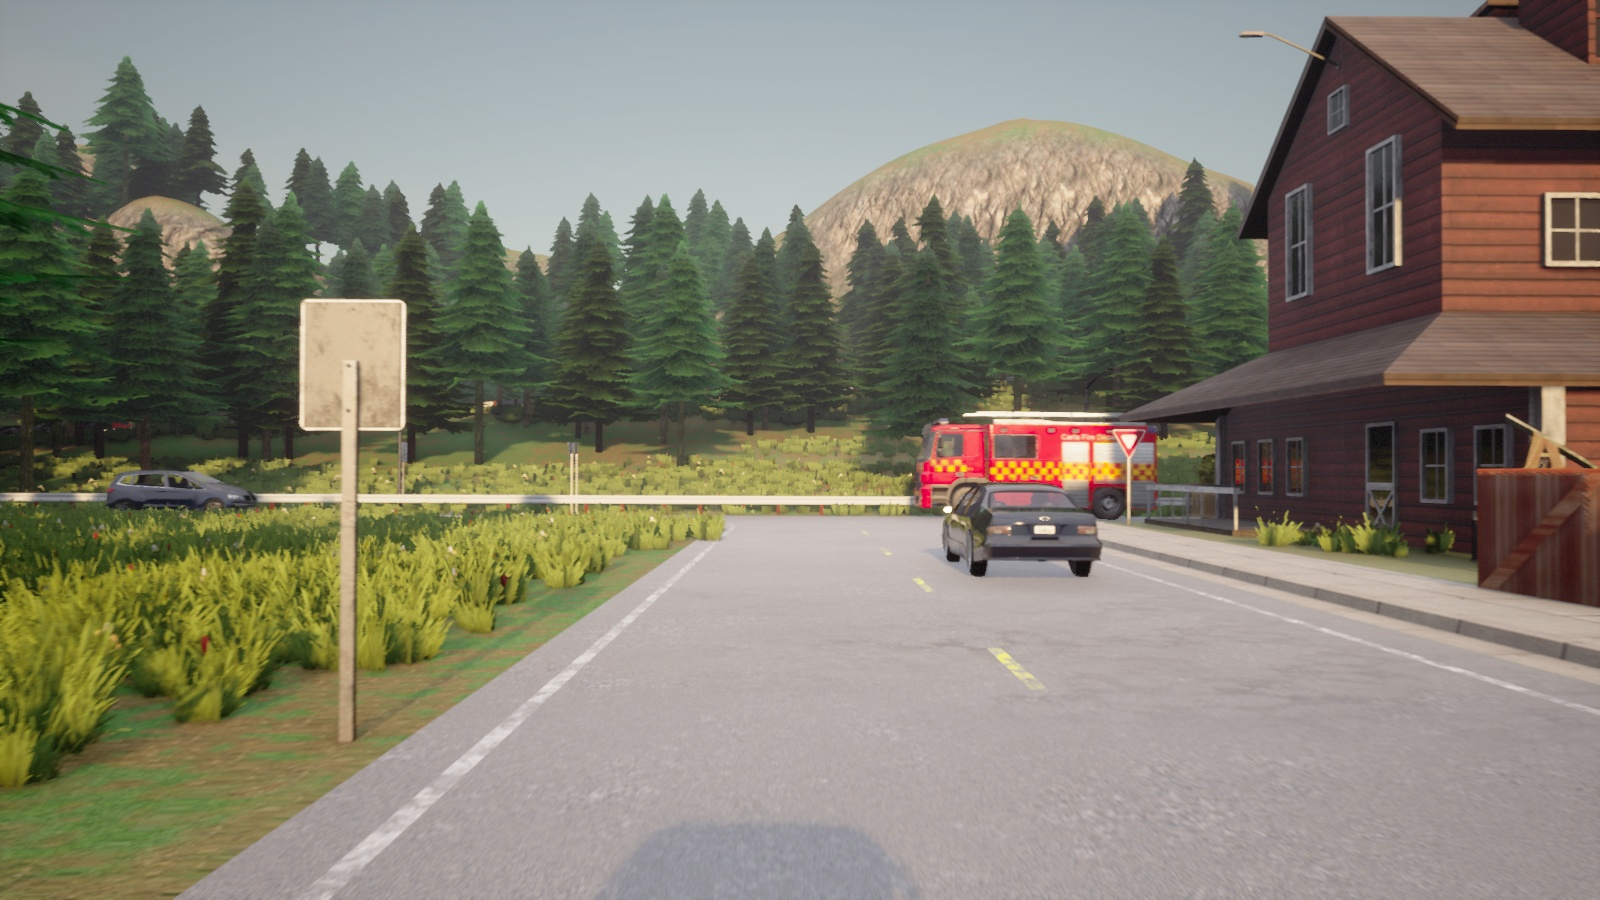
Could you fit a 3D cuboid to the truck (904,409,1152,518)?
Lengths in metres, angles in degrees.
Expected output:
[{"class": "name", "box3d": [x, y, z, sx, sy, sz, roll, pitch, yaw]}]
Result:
[{"class": "truck", "box3d": [8.141, 0.512, 45.683, 8.468, 3.827, 2.891, 0, -1, 0]}]

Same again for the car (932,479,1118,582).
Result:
[{"class": "car", "box3d": [3.450, 1.190, 20.385, 2.033, 1.411, 5.357, 0, -1, 0]}]

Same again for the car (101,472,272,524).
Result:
[{"class": "car", "box3d": [-20.462, 1.586, 42.054, 4.611, 1.667, 2.242, 0, -1, 0]}]

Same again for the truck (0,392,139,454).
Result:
[{"class": "truck", "box3d": [-49.176, -1.783, 84.104, 7.936, 3.462, 2.891, -5, 0, -10]}]
